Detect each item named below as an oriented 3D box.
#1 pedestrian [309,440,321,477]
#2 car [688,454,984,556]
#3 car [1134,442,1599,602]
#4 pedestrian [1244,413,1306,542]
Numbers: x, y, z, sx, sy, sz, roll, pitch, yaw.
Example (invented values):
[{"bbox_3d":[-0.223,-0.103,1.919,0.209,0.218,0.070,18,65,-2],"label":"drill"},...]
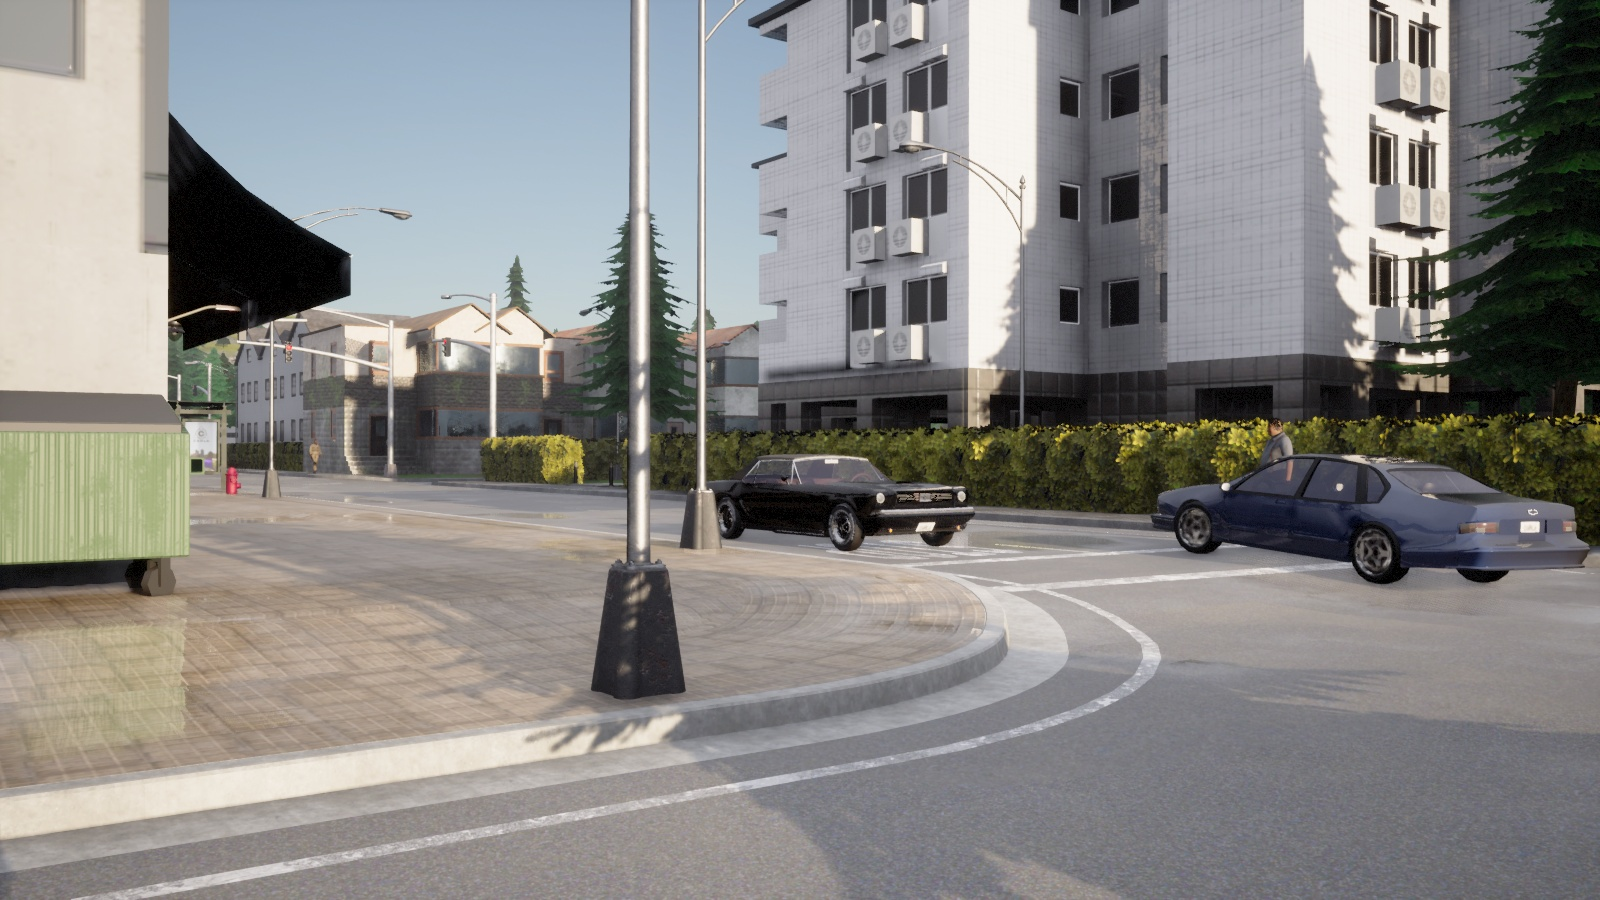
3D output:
[{"bbox_3d":[-25.257,0.439,65.398,0.396,1.930,0.692,0,0,-38],"label":"pedestrian"},{"bbox_3d":[0.369,0.714,18.579,1.895,1.301,4.718,0,0,-36],"label":"car"},{"bbox_3d":[6.627,0.712,15.403,2.033,1.411,5.357,1,2,-22],"label":"car"},{"bbox_3d":[6.912,0.396,18.285,0.694,1.848,0.540,0,0,0],"label":"pedestrian"}]
